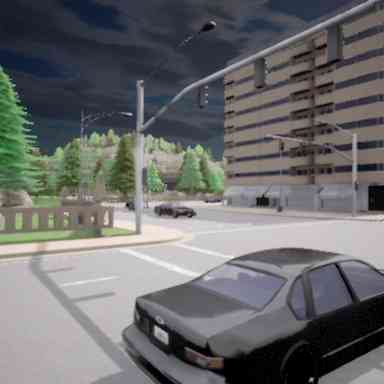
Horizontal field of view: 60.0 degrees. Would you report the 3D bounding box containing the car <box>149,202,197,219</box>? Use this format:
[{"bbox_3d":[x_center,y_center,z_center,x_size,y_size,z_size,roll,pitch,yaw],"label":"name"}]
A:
[{"bbox_3d":[-1.687,1.626,30.854,2.033,1.411,5.357,1,0,-33],"label":"car"}]

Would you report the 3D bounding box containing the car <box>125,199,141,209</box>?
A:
[{"bbox_3d":[-8.795,1.723,49.952,1.895,1.301,4.718,0,0,-5],"label":"car"}]

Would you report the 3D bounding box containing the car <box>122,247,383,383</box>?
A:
[{"bbox_3d":[1.721,1.581,4.984,5.357,1.411,2.033,1,0,-35],"label":"car"}]

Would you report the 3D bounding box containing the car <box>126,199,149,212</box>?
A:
[{"bbox_3d":[-6.381,1.583,39.988,2.128,1.511,4.902,0,0,-20],"label":"car"}]

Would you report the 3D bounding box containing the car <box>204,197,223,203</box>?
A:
[{"bbox_3d":[4.928,1.869,74.866,2.033,1.411,5.357,0,0,40],"label":"car"}]
